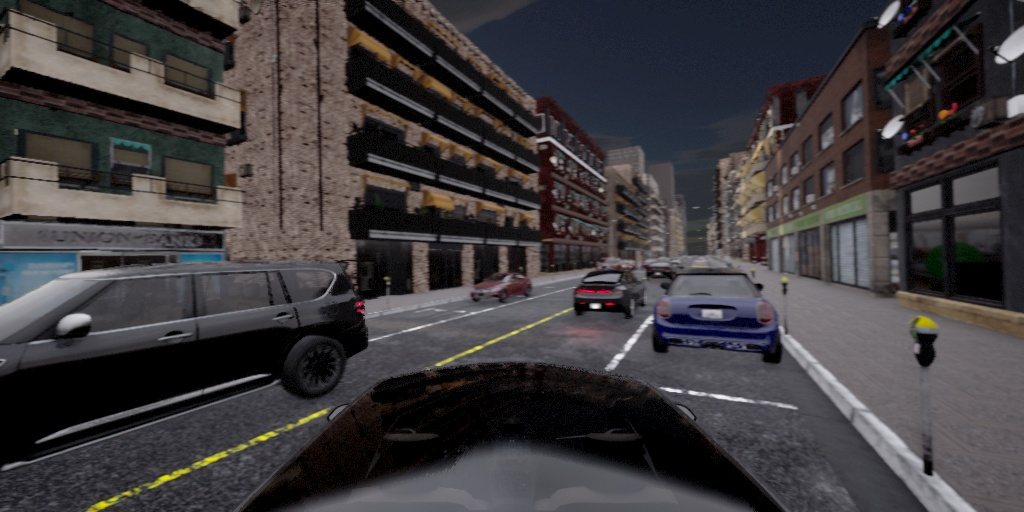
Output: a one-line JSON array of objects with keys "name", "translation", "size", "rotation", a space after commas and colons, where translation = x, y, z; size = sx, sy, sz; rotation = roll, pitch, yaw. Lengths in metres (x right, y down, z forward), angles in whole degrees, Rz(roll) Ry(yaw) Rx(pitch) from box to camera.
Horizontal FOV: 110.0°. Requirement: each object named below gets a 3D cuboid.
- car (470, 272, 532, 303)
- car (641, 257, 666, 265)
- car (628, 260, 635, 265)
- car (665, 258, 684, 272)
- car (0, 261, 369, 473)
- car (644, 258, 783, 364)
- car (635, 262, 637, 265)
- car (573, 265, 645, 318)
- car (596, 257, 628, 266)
[{"name": "car", "translation": [-0.375, 1.455, 17.673], "size": [1.802, 1.307, 4.207], "rotation": [0, 0, 28]}, {"name": "car", "translation": [11.649, 1.111, 27.960], "size": [1.882, 1.535, 5.008], "rotation": [-2, 0, 28]}, {"name": "car", "translation": [12.884, 1.143, 42.539], "size": [1.967, 1.591, 4.097], "rotation": [0, 0, 28]}, {"name": "car", "translation": [19.528, 1.059, 42.973], "size": [1.812, 1.442, 4.674], "rotation": [-2, 0, 28]}, {"name": "car", "translation": [-4.510, 1.107, 4.470], "size": [2.150, 2.045, 5.566], "rotation": [-2, 0, 28]}, {"name": "car", "translation": [4.549, 1.031, 8.249], "size": [2.097, 1.767, 4.553], "rotation": [-2, 0, 28]}, {"name": "car", "translation": [15.537, 1.214, 47.513], "size": [1.888, 1.381, 4.507], "rotation": [0, 0, 28]}, {"name": "car", "translation": [3.646, 1.240, 12.949], "size": [1.837, 1.490, 4.892], "rotation": [-2, 0, 28]}, {"name": "car", "translation": [10.233, 1.052, 37.566], "size": [2.192, 1.841, 5.009], "rotation": [0, 0, 28]}]
